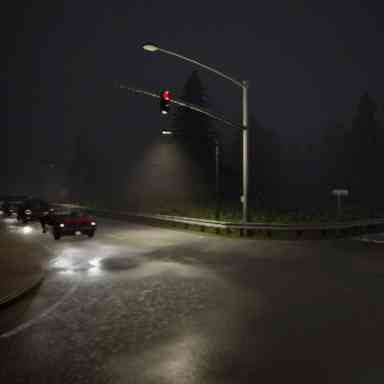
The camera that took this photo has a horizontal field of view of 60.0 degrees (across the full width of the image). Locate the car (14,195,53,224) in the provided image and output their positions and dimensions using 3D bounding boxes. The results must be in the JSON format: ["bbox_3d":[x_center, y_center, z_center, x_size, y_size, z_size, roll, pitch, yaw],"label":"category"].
[{"bbox_3d":[-11.687,1.375,24.914,2.097,1.767,4.553,0,0,-34],"label":"car"}]

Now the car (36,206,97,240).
[{"bbox_3d":[-6.581,1.621,17.473,1.895,1.301,4.718,0,0,-34],"label":"car"}]

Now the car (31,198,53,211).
[{"bbox_3d":[-19.125,1.548,42.296,1.812,1.442,4.674,0,0,-34],"label":"car"}]

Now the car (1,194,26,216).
[{"bbox_3d":[-17.187,1.249,32.942,2.150,2.045,5.566,0,0,-35],"label":"car"}]
